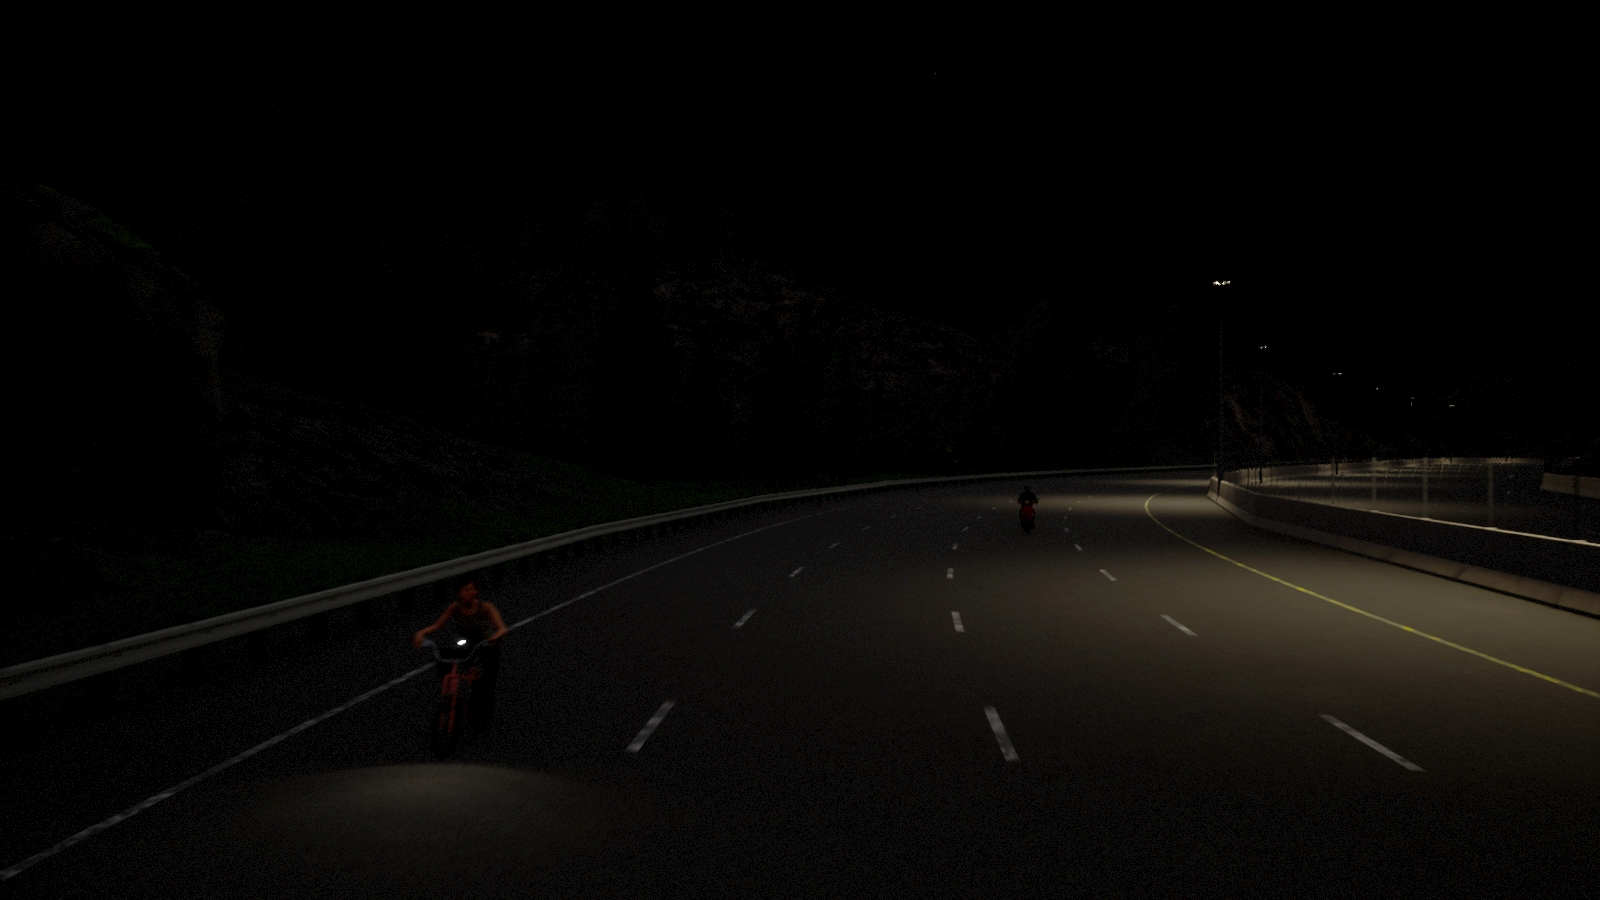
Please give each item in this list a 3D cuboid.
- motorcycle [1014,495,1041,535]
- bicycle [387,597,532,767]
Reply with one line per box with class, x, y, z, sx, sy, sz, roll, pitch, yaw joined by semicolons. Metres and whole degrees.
motorcycle;7.641;2.177;38.359;0.856;1.236;1.805;0;0;11
bicycle;-3.174;2.141;10.812;0.859;1.295;1.487;0;0;3
